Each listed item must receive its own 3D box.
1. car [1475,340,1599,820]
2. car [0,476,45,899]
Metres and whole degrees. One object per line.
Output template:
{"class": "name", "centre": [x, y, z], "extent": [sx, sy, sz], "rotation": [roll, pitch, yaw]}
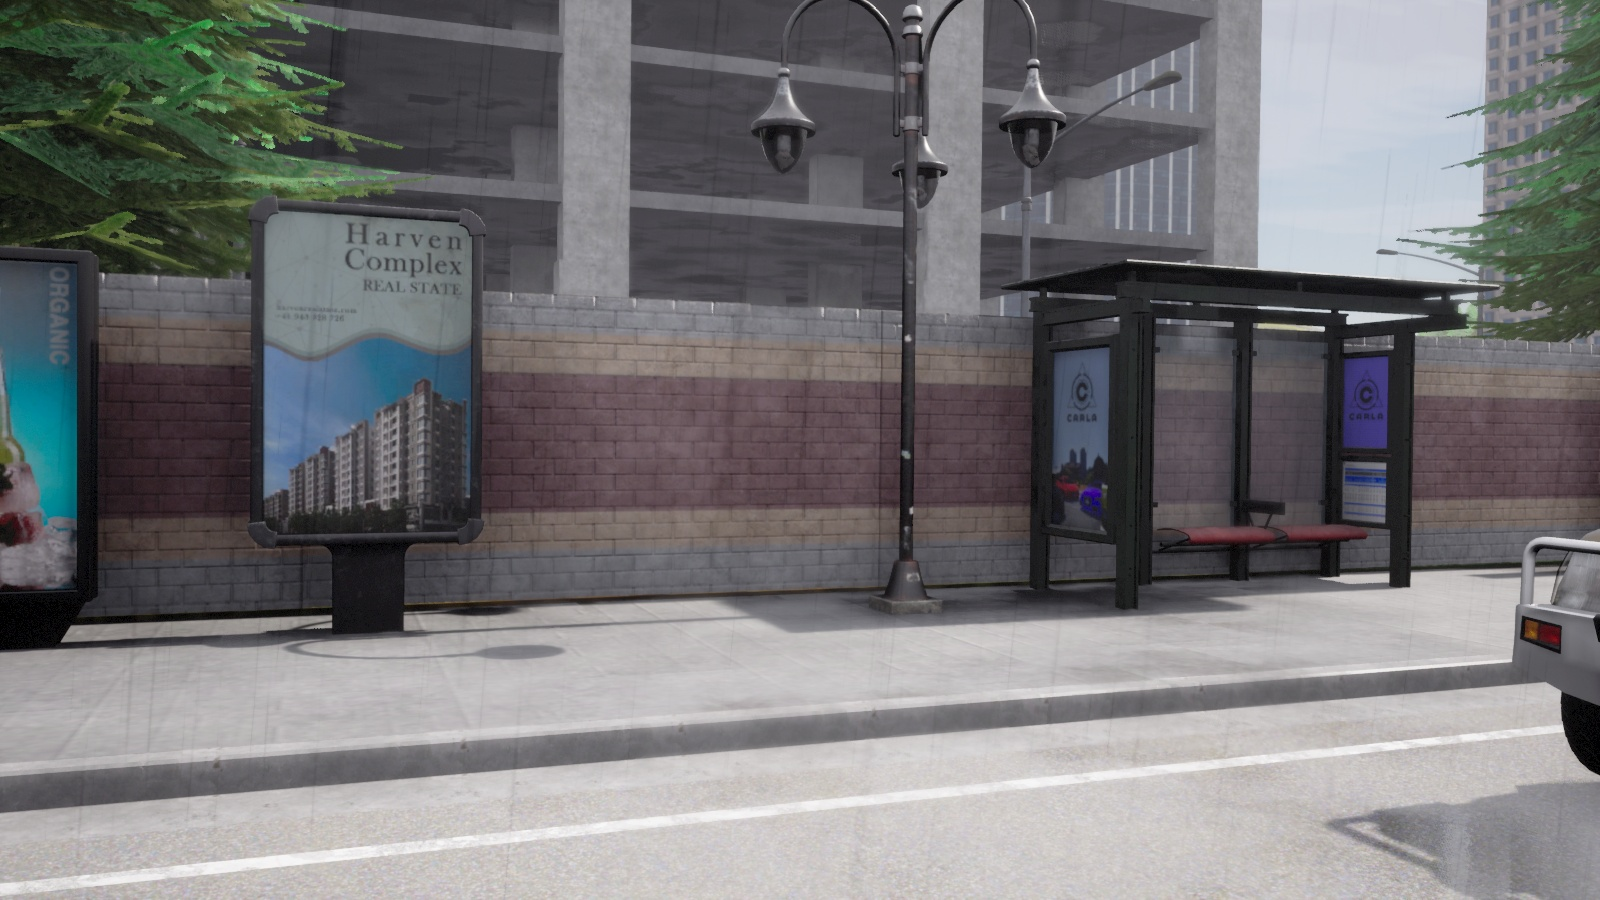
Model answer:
{"class": "car", "centre": [5.380, 0.471, 5.284], "extent": [4.605, 1.855, 1.932], "rotation": [-1, 1, -21]}
{"class": "car", "centre": [-3.928, 0.838, 1.747], "extent": [4.674, 1.442, 1.812], "rotation": [-1, 1, -21]}
